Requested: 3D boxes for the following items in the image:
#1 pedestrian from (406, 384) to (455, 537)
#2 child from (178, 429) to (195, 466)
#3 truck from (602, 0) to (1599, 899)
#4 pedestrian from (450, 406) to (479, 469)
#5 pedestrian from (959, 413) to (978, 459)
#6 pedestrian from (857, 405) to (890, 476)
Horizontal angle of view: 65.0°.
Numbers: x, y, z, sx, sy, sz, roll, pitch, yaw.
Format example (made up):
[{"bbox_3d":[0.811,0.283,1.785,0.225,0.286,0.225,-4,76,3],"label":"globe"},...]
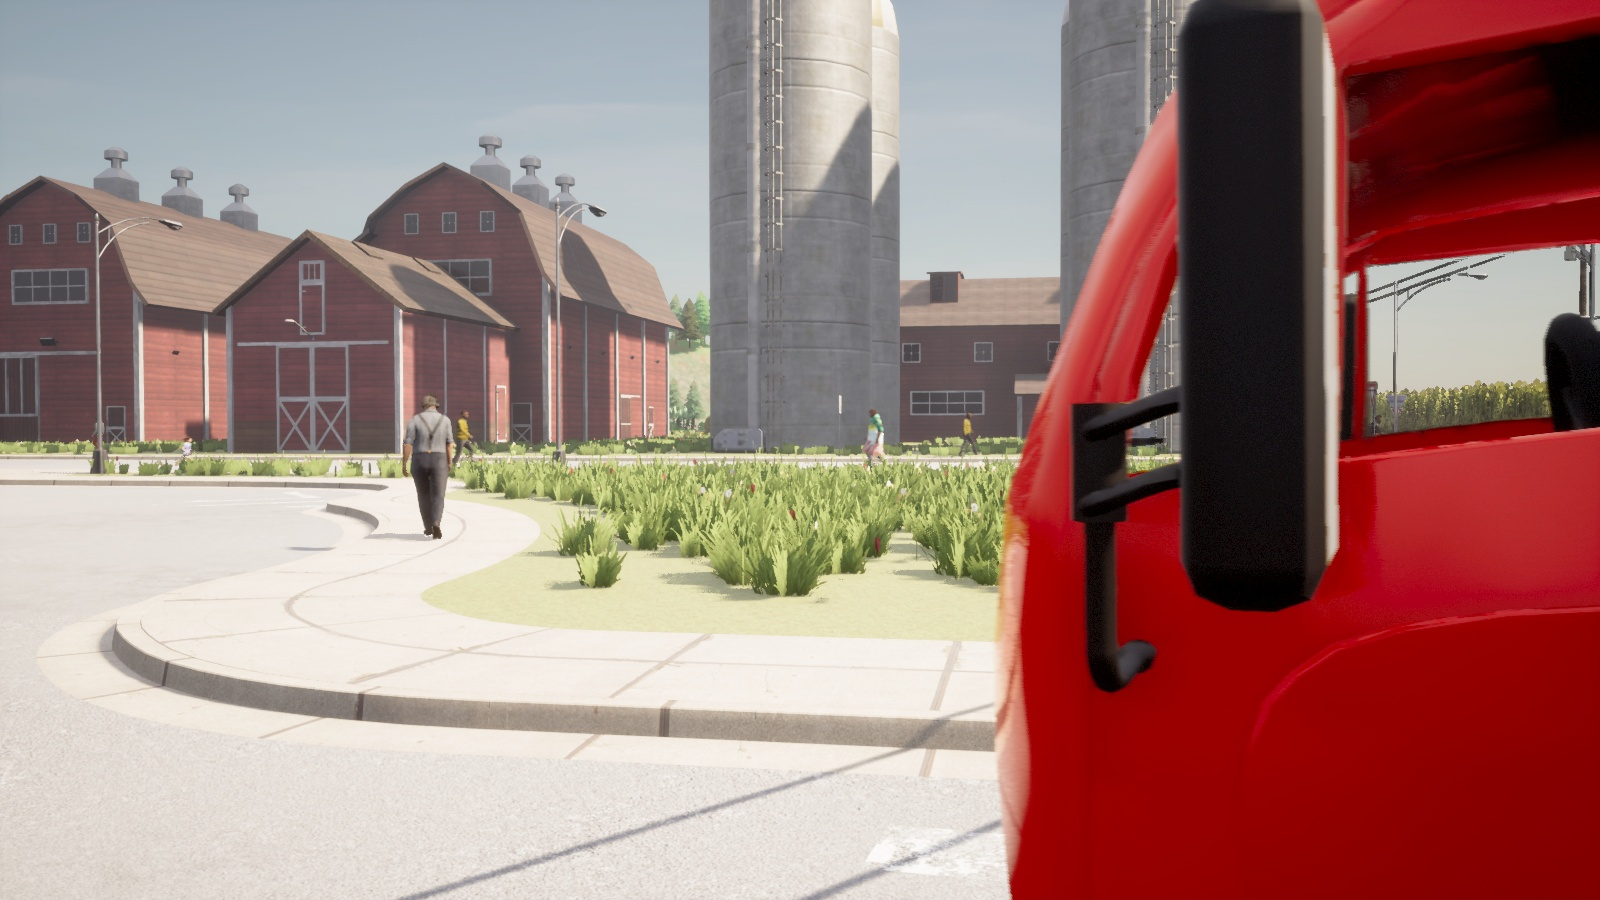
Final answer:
[{"bbox_3d":[-4.615,0.120,15.667,0.540,1.848,0.694,0,1,-19],"label":"pedestrian"},{"bbox_3d":[-18.978,-0.078,38.857,0.394,1.110,0.255,1,1,10],"label":"child"},{"bbox_3d":[2.769,0.321,1.044,5.204,2.467,2.627,0,1,25],"label":"truck"},{"bbox_3d":[-9.828,-0.364,36.801,0.709,1.840,0.431,1,1,9],"label":"pedestrian"},{"bbox_3d":[6.806,-0.575,50.740,0.726,1.835,0.370,1,1,14],"label":"pedestrian"},{"bbox_3d":[2.049,-0.260,34.939,0.873,1.952,0.659,0,1,5],"label":"pedestrian"}]
